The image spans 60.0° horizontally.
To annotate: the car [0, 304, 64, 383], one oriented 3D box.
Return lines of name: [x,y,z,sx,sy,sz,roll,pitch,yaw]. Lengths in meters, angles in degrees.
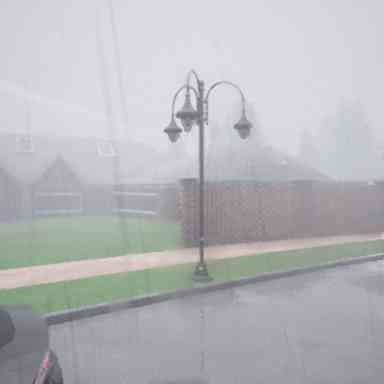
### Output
car: [-3.193,1.486,1.541,4.902,1.511,2.128,0,0,-35]
